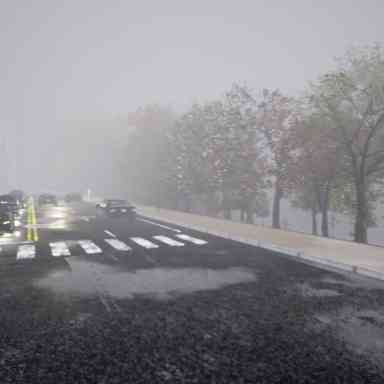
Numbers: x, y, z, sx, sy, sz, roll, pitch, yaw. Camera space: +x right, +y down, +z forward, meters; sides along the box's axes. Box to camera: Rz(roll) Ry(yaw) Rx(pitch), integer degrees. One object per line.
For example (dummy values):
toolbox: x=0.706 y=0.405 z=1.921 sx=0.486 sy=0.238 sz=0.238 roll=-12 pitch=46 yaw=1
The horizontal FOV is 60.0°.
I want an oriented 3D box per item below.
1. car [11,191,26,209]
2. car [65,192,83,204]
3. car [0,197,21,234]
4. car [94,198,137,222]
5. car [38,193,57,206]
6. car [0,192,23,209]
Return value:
car: x=-17.959 y=0.931 z=33.378 sx=1.994 sy=1.385 sz=4.181 roll=0 pitch=1 yaw=-26
car: x=-15.328 y=0.701 z=43.080 sx=2.128 sy=1.511 sz=4.902 roll=0 pitch=1 yaw=-26
car: x=-9.932 y=1.213 z=16.697 sx=2.033 sy=1.411 sz=5.357 roll=0 pitch=1 yaw=-26
car: x=-5.227 y=1.127 z=22.329 sx=2.033 sy=1.411 sz=5.357 roll=0 pitch=1 yaw=-26
car: x=-16.856 y=0.842 z=38.796 sx=1.994 sy=1.385 sz=4.181 roll=0 pitch=1 yaw=-26
car: x=-14.118 y=1.015 z=25.334 sx=1.837 sy=1.490 sz=4.892 roll=0 pitch=1 yaw=-26
